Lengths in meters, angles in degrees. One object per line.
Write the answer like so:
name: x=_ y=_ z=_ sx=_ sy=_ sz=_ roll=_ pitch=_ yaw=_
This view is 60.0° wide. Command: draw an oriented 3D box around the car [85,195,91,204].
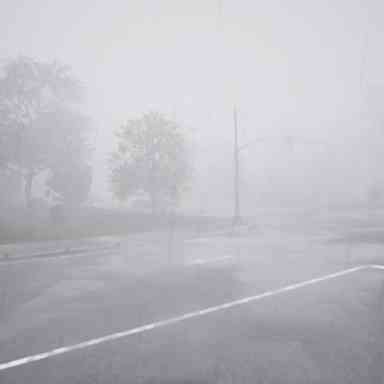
car: x=-19.681 y=1.054 z=56.073 sx=2.150 sy=2.045 sz=5.566 roll=-2 pitch=0 yaw=-39

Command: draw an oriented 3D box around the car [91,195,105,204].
car: x=-17.034 y=1.280 z=58.376 sx=1.837 sy=1.490 sz=4.892 roll=-2 pitch=0 yaw=-39

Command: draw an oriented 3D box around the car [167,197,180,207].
car: x=-3.517 y=1.252 z=41.580 sx=1.895 sy=1.301 sz=4.718 roll=-2 pitch=1 yaw=-39

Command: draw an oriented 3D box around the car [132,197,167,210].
car: x=-5.200 y=1.289 z=38.092 sx=1.994 sy=1.385 sz=4.181 roll=-2 pitch=1 yaw=-39
